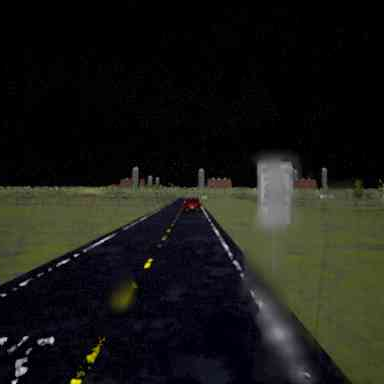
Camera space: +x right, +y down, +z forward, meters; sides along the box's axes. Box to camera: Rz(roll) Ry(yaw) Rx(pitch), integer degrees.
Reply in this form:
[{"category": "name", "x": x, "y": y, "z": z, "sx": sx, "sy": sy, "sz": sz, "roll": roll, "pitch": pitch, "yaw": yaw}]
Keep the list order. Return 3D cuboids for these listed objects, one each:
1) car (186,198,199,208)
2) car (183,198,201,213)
[{"category": "car", "x": 0.062, "y": 1.575, "z": 48.836, "sx": 1.895, "sy": 1.301, "sz": 4.718, "roll": 0, "pitch": 0, "yaw": 0}, {"category": "car", "x": 0.041, "y": 1.463, "z": 37.520, "sx": 1.882, "sy": 1.535, "sz": 5.008, "roll": 0, "pitch": 0, "yaw": 0}]
